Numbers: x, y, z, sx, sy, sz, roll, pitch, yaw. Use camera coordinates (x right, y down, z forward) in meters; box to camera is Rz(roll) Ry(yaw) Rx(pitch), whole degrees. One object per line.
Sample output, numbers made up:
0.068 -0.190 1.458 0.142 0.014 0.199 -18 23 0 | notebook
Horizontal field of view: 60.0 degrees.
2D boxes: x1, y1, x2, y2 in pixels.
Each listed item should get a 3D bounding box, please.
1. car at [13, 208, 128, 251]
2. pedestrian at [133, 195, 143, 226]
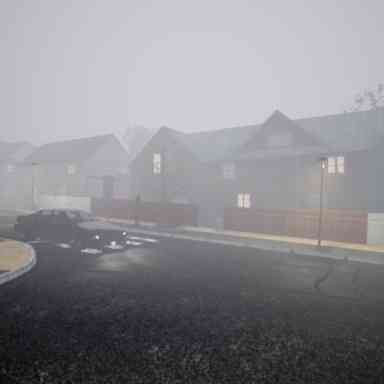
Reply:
-5.174 1.408 13.830 5.357 1.411 2.033 3 1 32 | car
-3.223 1.087 19.534 0.375 1.860 0.375 -1 -5 32 | pedestrian
